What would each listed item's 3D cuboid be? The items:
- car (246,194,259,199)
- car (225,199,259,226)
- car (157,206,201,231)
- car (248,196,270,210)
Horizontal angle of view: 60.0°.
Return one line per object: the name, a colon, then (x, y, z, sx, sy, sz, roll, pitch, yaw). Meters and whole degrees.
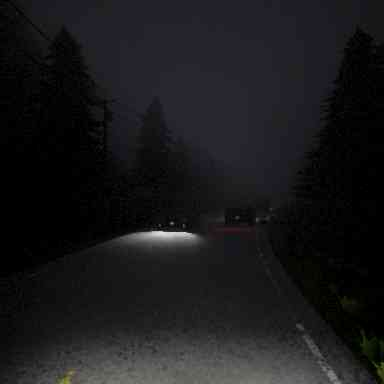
car: (10.979, 1.383, 59.669, 2.150, 2.045, 5.566, 0, 0, 20)
car: (3.610, 1.542, 24.333, 1.882, 1.535, 5.008, 0, 0, 14)
car: (-0.726, 1.608, 20.986, 1.994, 1.385, 4.181, 0, 0, 13)
car: (8.596, 1.608, 41.406, 2.128, 1.511, 4.902, 0, 0, 17)
